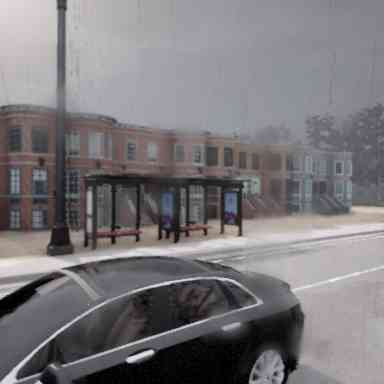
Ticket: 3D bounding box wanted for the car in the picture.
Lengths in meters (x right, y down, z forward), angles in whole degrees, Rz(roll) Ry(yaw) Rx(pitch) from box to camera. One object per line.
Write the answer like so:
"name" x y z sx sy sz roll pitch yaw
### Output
"car" -0.868 1.512 3.373 4.892 1.490 1.837 1 0 -35
